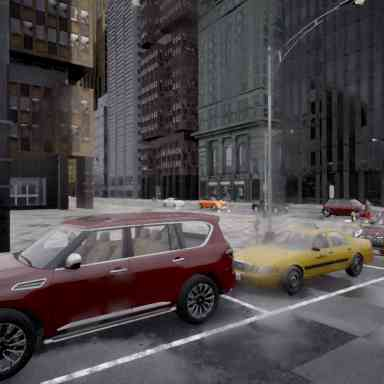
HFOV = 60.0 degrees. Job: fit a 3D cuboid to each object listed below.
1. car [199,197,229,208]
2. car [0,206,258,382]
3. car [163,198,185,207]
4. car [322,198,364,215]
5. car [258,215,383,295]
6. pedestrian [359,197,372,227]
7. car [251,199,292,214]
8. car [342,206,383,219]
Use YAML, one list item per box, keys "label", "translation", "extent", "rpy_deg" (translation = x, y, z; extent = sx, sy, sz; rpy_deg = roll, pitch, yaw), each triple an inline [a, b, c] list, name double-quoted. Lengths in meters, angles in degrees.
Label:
- label: "car"
  translation: [2.918, 1.457, 45.245]
  extent: [2.097, 1.767, 4.553]
  rpy_deg: [0, 0, -36]
- label: "car"
  translation: [-1.495, 1.315, 5.587]
  extent: [5.009, 1.841, 2.192]
  rpy_deg: [0, 0, -36]
- label: "car"
  translation: [-2.941, 1.659, 53.516]
  extent: [1.812, 1.442, 4.674]
  rpy_deg: [0, 0, -36]
- label: "car"
  translation: [14.022, 1.399, 29.642]
  extent: [2.097, 1.767, 4.553]
  rpy_deg: [0, 0, -35]
- label: "car"
  translation: [2.928, 1.525, 8.742]
  extent: [4.829, 1.417, 1.752]
  rpy_deg: [0, 0, -36]
- label: "pedestrian"
  translation: [10.043, 1.155, 19.189]
  extent: [0.375, 1.860, 0.375]
  rpy_deg: [0, 0, -36]
- label: "car"
  translation: [8.780, 1.579, 36.998]
  extent: [1.837, 1.490, 4.892]
  rpy_deg: [0, 0, -35]
- label: "car"
  translation: [7.627, 1.439, 12.094]
  extent: [4.097, 1.590, 1.967]
  rpy_deg: [0, 0, -36]
